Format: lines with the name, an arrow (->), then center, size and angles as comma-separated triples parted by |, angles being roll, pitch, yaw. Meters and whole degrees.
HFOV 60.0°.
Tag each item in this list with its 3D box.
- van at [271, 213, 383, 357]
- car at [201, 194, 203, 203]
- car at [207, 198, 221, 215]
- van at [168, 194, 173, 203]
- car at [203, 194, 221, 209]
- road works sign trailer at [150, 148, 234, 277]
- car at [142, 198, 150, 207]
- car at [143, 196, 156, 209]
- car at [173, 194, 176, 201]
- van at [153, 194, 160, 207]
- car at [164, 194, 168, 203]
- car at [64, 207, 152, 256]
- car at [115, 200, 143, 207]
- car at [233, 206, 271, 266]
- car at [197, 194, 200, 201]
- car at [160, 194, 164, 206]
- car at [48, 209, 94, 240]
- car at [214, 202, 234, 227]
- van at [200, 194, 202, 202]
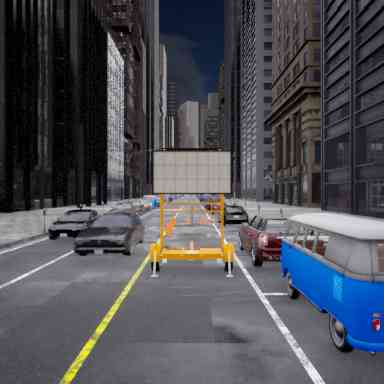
van -> 2.765, 1.341, 5.871 | 1.690, 1.788, 3.998 | 0, 0, 0
car -> 2.775, 1.334, 45.134 | 2.192, 1.841, 5.009 | 0, 0, 0
car -> 2.772, 1.593, 33.916 | 1.802, 1.307, 4.206 | 0, 0, 0
van -> -5.743, 1.383, 73.172 | 1.690, 1.788, 3.998 | 0, 0, 0
car -> 2.774, 1.330, 39.525 | 2.192, 1.841, 5.009 | 0, 0, 0
road works sign trailer -> 0.003, 0.465, 10.205 | 2.380, 3.560, 2.880 | 0, 0, 0
car -> -5.753, 1.593, 33.905 | 1.802, 1.307, 4.206 | 0, 0, 0
car -> -5.752, 1.540, 39.345 | 1.752, 1.417, 4.829 | 0, 0, 0
car -> -5.741, 1.363, 78.781 | 2.192, 1.841, 5.009 | 0, 0, 0
van -> -5.750, 1.360, 45.124 | 1.690, 1.788, 3.998 | 0, 0, 0
car -> -5.747, 1.343, 56.343 | 2.192, 1.841, 5.009 | 0, 0, 0
car -> -2.996, 1.549, 13.345 | 2.033, 1.411, 5.357 | 0, 0, 0
car -> -5.754, 1.558, 28.296 | 2.008, 1.369, 4.403 | 0, 0, 0
car -> 2.767, 1.441, 11.480 | 1.967, 1.590, 4.097 | 0, 0, 0
car -> 2.783, 1.357, 73.180 | 2.192, 1.841, 5.009 | 0, 0, 0
car -> -5.748, 1.463, 50.734 | 1.967, 1.590, 4.097 | 0, 0, 0
car -> -5.757, 1.568, 17.077 | 1.947, 1.339, 4.313 | 0, 0, 0
car -> 2.769, 1.570, 22.697 | 1.947, 1.339, 4.313 | 0, 0, 0
van -> 2.780, 1.374, 61.962 | 1.690, 1.788, 3.998 | 0, 0, 0
